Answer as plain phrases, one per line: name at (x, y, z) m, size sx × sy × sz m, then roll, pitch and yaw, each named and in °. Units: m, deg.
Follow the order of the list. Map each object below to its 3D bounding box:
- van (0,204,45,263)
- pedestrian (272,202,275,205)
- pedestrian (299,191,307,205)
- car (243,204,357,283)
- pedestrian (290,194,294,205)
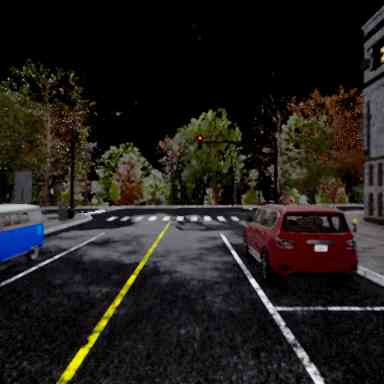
van at (-5.698, 1.275, 9.357) m, size 1.690 × 1.788 × 3.998 m, roll 1°, pitch 0°, yaw 0°
pedestrian at (6.114, 1.331, 24.991) m, size 0.500 × 1.100 × 0.500 m, roll 1°, pitch 0°, yaw 0°
pedestrian at (8.115, 0.866, 24.395) m, size 0.375 × 1.860 × 0.375 m, roll 1°, pitch 0°, yaw 0°
car at (2.709, 1.248, 9.376) m, size 2.192 × 1.841 × 5.009 m, roll 1°, pitch 0°, yaw 0°
pedestrian at (7.115, 1.037, 23.794) m, size 0.375 × 1.860 × 0.375 m, roll 1°, pitch 0°, yaw 0°
